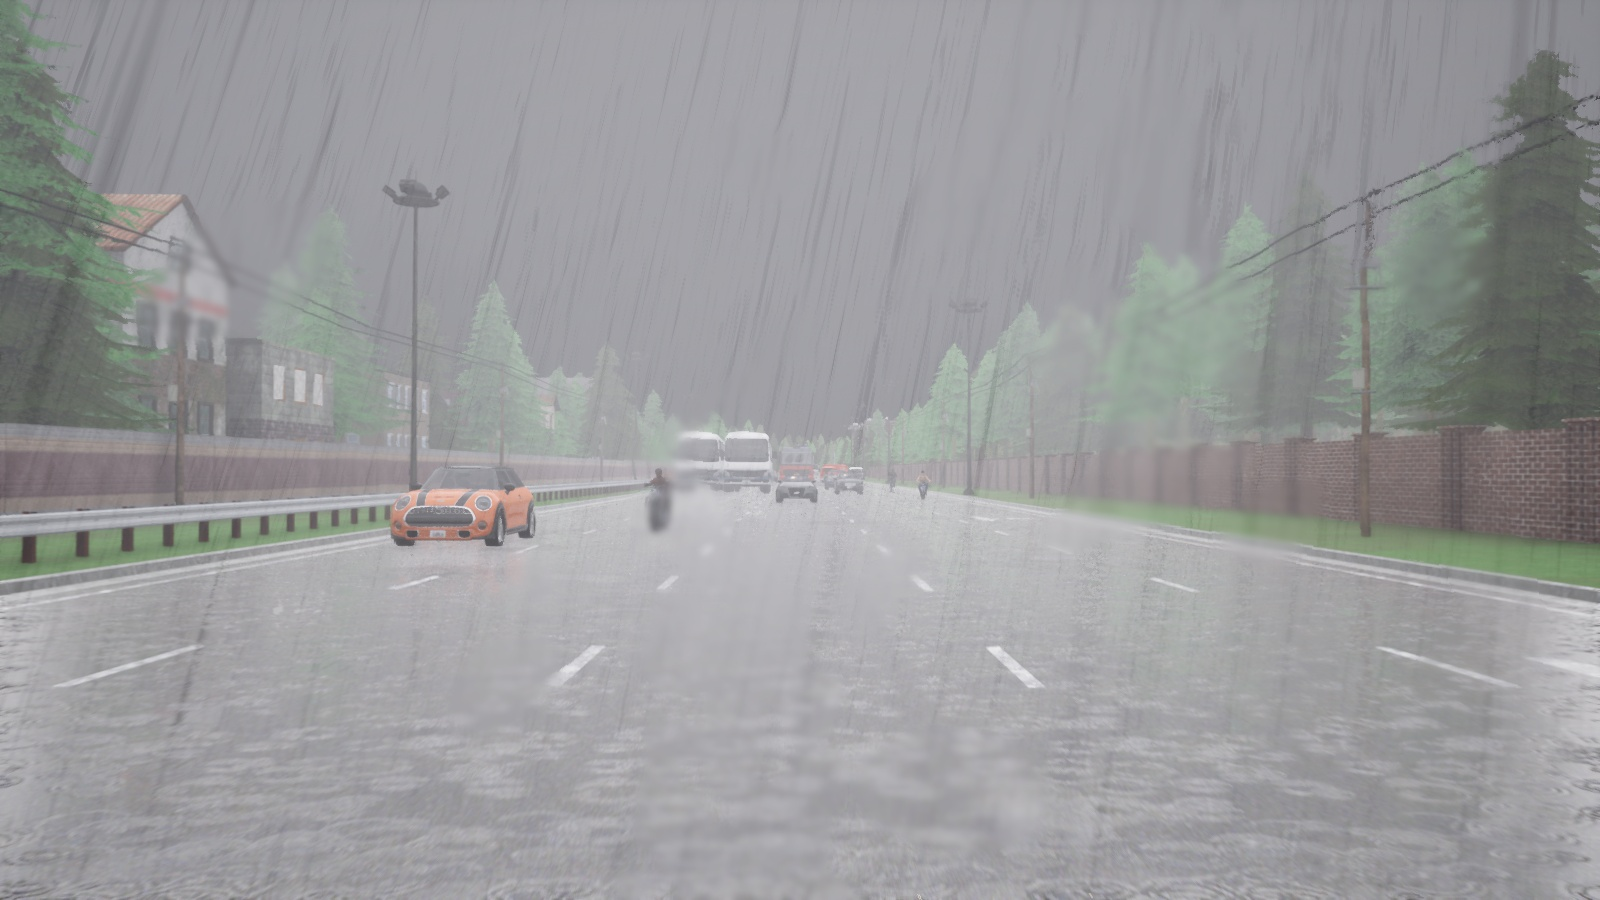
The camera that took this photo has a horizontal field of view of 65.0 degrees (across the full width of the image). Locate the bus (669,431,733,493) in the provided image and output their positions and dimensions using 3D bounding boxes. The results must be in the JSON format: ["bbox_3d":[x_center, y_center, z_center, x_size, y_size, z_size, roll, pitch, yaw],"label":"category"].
[{"bbox_3d":[-7.231,1.020,93.120,3.944,4.253,10.273,0,-2,0],"label":"bus"}]

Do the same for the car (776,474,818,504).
[{"bbox_3d":[-0.151,1.924,62.712,1.994,1.385,4.181,0,-1,0],"label":"car"}]

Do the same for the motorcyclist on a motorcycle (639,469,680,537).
[{"bbox_3d":[-3.578,1.316,32.137,0.766,1.649,2.350,0,0,0],"label":"motorcyclist on a motorcycle"}]

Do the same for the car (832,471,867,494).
[{"bbox_3d":[3.294,2.170,84.702,2.128,1.511,4.902,0,-1,0],"label":"car"}]

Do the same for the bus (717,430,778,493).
[{"bbox_3d":[-3.686,0.973,91.150,3.944,4.253,10.273,0,-2,0],"label":"bus"}]

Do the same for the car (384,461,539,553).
[{"bbox_3d":[-7.066,1.147,26.735,2.097,1.767,4.553,0,-1,0],"label":"car"}]
